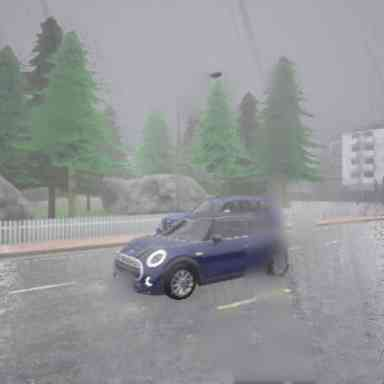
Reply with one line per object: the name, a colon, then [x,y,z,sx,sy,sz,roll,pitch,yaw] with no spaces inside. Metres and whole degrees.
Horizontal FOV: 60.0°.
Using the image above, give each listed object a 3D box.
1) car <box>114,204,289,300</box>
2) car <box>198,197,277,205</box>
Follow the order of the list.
car: [0.355,1.351,8.517,4.553,1.767,2.097,0,0,-35]
car: [1.309,1.221,13.508,5.566,2.045,2.150,0,0,-35]
